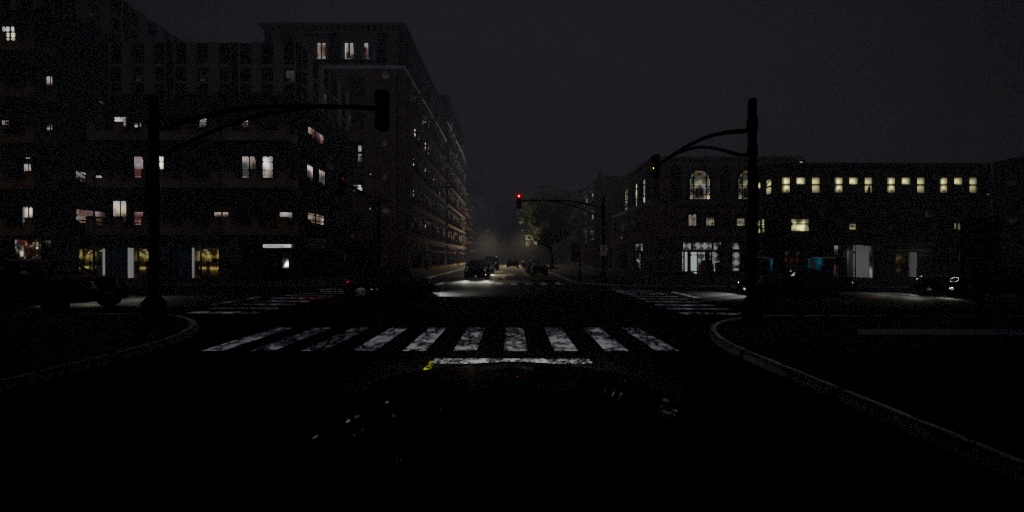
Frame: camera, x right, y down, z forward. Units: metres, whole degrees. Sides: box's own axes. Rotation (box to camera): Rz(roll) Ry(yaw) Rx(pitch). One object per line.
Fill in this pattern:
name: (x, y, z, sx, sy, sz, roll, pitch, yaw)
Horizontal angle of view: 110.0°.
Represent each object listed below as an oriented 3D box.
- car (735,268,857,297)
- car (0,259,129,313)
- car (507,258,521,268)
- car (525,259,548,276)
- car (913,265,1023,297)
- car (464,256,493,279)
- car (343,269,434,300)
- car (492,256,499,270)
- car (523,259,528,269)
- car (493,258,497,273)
car: (15.033, 1.372, 19.105, 5.357, 1.411, 2.033, 0, 0, 0)
car: (-17.270, 1.013, 13.103, 5.009, 1.841, 2.192, 0, 0, 0)
car: (0.132, 1.181, 64.061, 2.097, 1.767, 4.553, 0, 0, 0)
car: (2.709, 1.330, 36.812, 2.007, 1.370, 4.403, 0, 0, 0)
car: (24.533, 1.219, 19.166, 4.553, 1.767, 2.097, 0, 0, 0)
car: (-3.056, 1.124, 32.274, 2.097, 1.767, 4.553, 0, 0, -1)
car: (-6.025, 1.317, 17.700, 4.181, 1.385, 1.994, 0, 0, -26)
car: (-3.063, 1.028, 53.204, 2.150, 2.045, 5.566, 0, 0, 1)
car: (2.712, 1.228, 42.509, 1.967, 1.591, 4.097, 0, 0, 0)
car: (-3.077, 1.314, 42.572, 1.812, 1.442, 4.674, 0, 0, 0)
